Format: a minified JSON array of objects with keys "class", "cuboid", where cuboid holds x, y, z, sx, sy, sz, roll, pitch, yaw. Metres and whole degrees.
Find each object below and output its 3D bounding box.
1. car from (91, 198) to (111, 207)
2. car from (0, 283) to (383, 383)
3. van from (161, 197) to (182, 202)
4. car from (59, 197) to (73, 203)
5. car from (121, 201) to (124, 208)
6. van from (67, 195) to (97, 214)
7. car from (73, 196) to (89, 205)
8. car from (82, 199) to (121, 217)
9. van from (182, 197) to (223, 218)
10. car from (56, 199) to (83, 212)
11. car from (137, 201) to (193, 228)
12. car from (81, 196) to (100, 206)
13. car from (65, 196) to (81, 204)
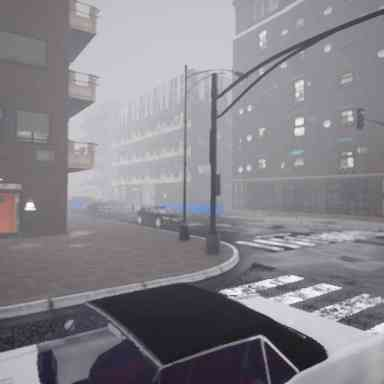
[{"class":"car","cuboid":[-14.734,1.714,53.891,1.802,1.307,4.206,1,0,-35]},{"class":"car","cuboid":[-0.479,1.600,2.606,4.718,1.301,1.895,0,0,-36]},{"class":"van","cuboid":[-2.021,1.434,35.477,1.690,1.788,3.998,1,-1,-35]},{"class":"car","cuboid":[-27.446,1.711,72.307,1.887,1.381,4.507,1,0,-35]},{"class":"car","cuboid":[-11.556,1.667,49.287,1.887,1.381,4.507,1,-1,-35]},{"class":"van","cuboid":[-11.684,1.352,35.604,1.690,1.788,3.998,1,-1,-35]},{"class":"car","cuboid":[-21.089,1.589,63.100,1.967,1.590,4.097,1,0,-35]},{"class":"car","cuboid":[-8.507,1.583,30.999,1.802,1.307,4.206,1,-1,-35]},{"class":"van","cuboid":[1.157,1.424,30.872,1.690,1.788,3.998,1,-1,-35]},{"class":"car","cuboid":[-14.863,1.571,40.207,2.008,1.369,4.403,1,-1,-35]},{"class":"car","cuboid":[-2.151,1.531,21.791,2.008,1.369,4.403,1,-1,-35]},{"class":"car","cuboid":[-17.911,1.581,58.496,1.967,1.590,4.097,1,0,-35]},{"class":"car","cuboid":[-24.267,1.598,67.704,1.967,1.590,4.097,1,0,-35]}]
